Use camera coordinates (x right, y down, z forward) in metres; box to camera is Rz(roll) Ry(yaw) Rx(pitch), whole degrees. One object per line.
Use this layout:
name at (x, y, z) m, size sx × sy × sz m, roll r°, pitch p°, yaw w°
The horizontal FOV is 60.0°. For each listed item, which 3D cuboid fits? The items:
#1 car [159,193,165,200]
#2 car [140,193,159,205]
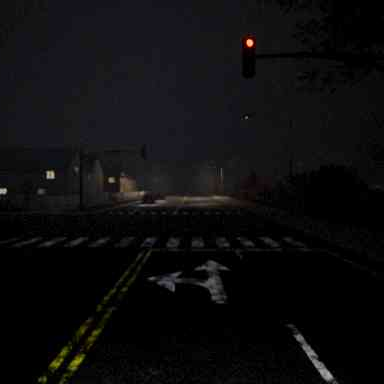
car at (-6.512, 0.910, 67.635) m, size 2.128 × 1.511 × 4.902 m, roll 0°, pitch 1°, yaw 0°
car at (-6.510, 1.126, 49.678) m, size 1.837 × 1.490 × 4.892 m, roll 0°, pitch 2°, yaw 0°
